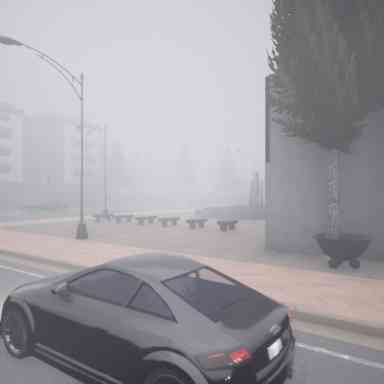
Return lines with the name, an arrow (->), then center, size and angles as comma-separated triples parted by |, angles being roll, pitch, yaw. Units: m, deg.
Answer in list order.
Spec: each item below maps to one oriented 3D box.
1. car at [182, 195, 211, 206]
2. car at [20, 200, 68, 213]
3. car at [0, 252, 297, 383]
car -> 0.698, 1.351, 53.327 | 4.553, 1.767, 2.097 | 0, 0, -29
car -> -16.190, 1.600, 36.569 | 1.895, 1.301, 4.718 | 0, 0, 34
car -> -0.788, 1.564, 4.545 | 4.181, 1.385, 1.994 | 0, 0, 35
